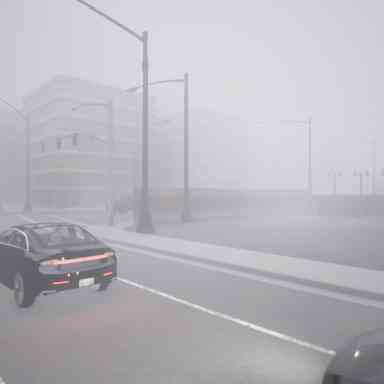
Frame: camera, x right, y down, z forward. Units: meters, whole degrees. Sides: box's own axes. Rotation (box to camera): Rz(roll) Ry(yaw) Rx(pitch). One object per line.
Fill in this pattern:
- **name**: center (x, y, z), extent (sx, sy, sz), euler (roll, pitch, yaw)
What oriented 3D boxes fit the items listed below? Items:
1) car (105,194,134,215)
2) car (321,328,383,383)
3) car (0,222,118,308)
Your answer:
- **car**: center (-6.288, 1.221, 35.015), extent (5.566, 2.045, 2.150), euler (0, 0, -44)
- **car**: center (3.182, 1.505, 1.596), extent (4.892, 1.490, 1.837), euler (0, 0, 38)
- **car**: center (-3.658, 1.492, 8.056), extent (2.128, 1.511, 4.902), euler (0, 0, -43)
